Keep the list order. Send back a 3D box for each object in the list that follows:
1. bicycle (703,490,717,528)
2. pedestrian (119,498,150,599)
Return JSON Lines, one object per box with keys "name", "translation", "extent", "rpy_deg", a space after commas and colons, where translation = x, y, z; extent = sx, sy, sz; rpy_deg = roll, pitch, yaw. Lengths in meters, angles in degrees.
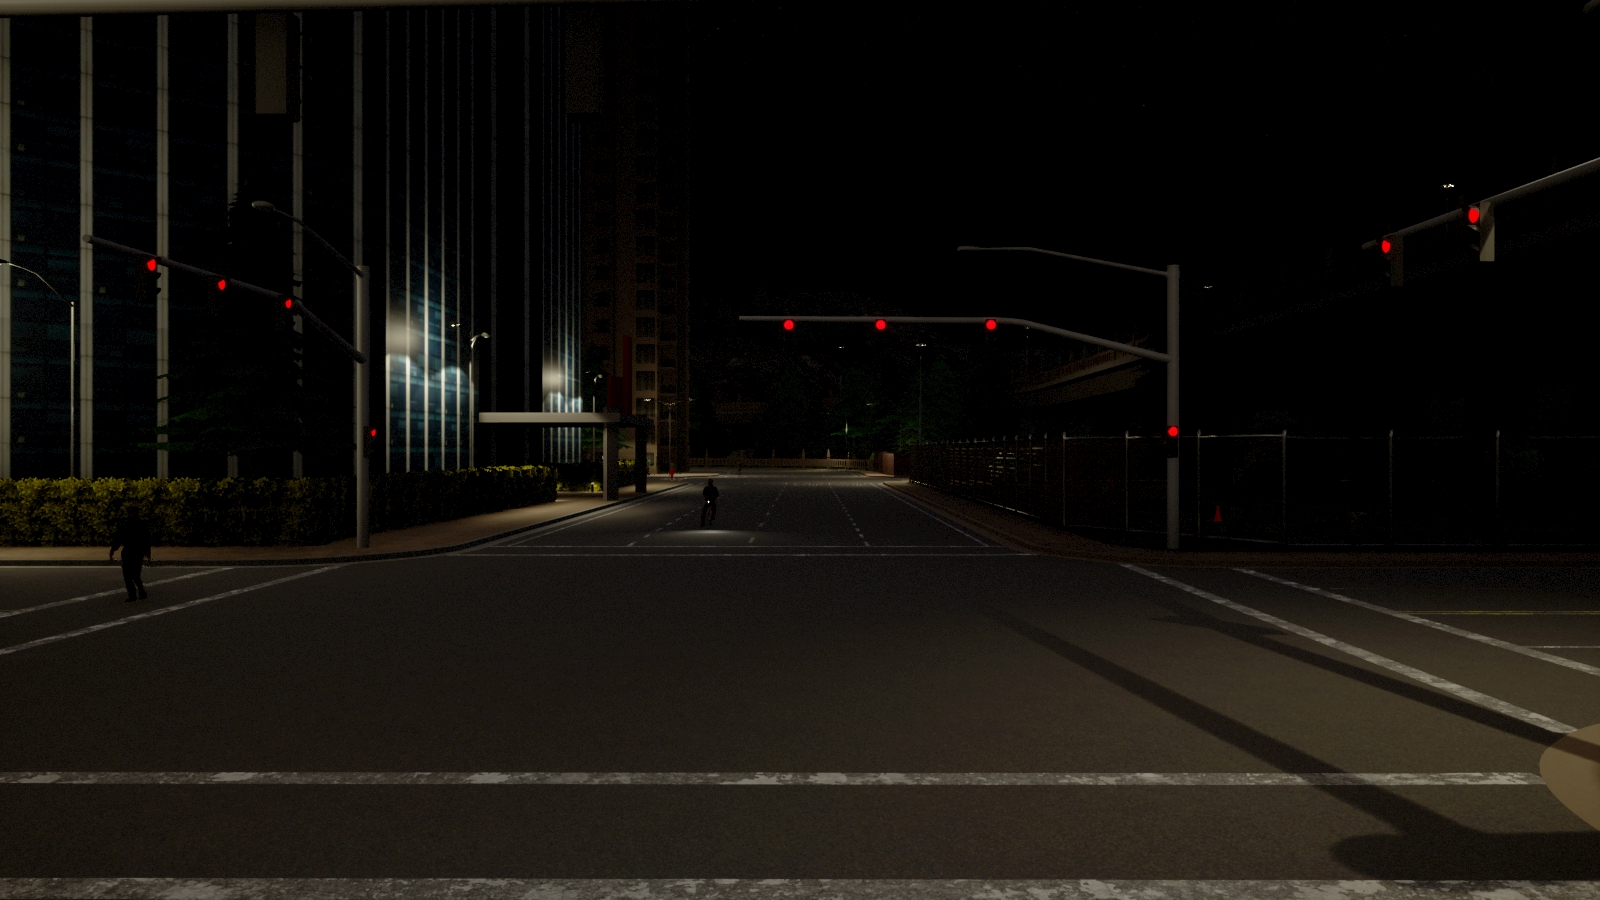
{"name": "bicycle", "translation": [-3.204, 2.105, 40.751], "extent": [0.329, 1.271, 1.835], "rpy_deg": [0, 0, 0]}
{"name": "pedestrian", "translation": [-12.503, 1.848, 21.471], "extent": [0.375, 1.860, 0.375], "rpy_deg": [0, 0, -6]}
